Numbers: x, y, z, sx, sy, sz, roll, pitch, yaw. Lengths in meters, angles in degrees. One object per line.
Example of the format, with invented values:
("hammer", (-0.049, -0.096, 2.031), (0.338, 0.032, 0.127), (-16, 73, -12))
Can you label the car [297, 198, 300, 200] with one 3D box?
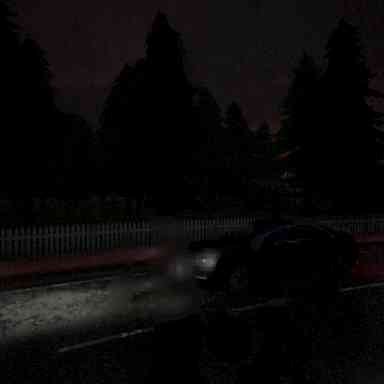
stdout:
("car", (20.668, 1.656, 60.910), (1.895, 1.301, 4.718), (0, 0, -3))

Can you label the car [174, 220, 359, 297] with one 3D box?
("car", (1.984, 1.491, 8.501), (4.902, 1.511, 2.128), (0, 0, -23))
